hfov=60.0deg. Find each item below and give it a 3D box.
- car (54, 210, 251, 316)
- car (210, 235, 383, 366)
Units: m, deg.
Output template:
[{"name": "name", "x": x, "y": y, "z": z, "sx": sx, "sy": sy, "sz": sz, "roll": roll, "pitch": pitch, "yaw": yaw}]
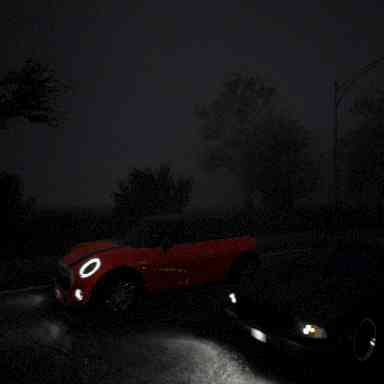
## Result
[{"name": "car", "x": -0.640, "y": 1.331, "z": 7.542, "sx": 4.553, "sy": 1.767, "sz": 2.097, "roll": 0, "pitch": 0, "yaw": -32}, {"name": "car", "x": 3.143, "y": 1.533, "z": 5.899, "sx": 5.357, "sy": 1.411, "sz": 2.033, "roll": 0, "pitch": 0, "yaw": -32}]
